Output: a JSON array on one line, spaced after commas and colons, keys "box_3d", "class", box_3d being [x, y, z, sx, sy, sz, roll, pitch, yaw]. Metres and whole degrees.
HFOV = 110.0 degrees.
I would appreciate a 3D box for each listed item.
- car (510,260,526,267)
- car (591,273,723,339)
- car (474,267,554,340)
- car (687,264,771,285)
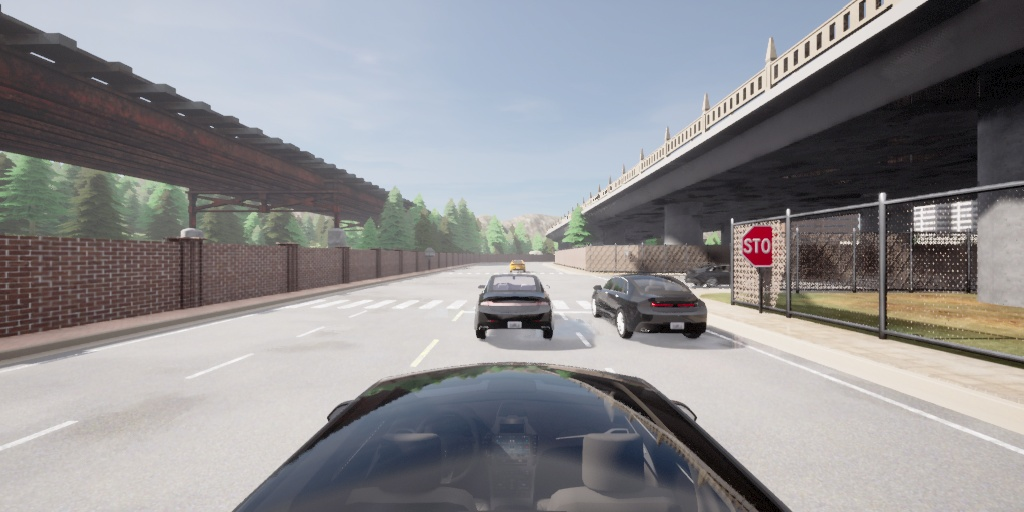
[{"box_3d": [0.729, 1.228, 45.053, 1.882, 1.535, 5.008, 0, 0, 1], "class": "car"}, {"box_3d": [3.559, 1.255, 10.126, 1.837, 1.490, 4.892, 0, 0, 0], "class": "car"}, {"box_3d": [0.057, 1.242, 10.009, 2.128, 1.511, 4.902, 0, 0, 0], "class": "car"}, {"box_3d": [13.652, 1.254, 22.751, 4.892, 1.490, 1.837, 0, -1, 1], "class": "car"}]
